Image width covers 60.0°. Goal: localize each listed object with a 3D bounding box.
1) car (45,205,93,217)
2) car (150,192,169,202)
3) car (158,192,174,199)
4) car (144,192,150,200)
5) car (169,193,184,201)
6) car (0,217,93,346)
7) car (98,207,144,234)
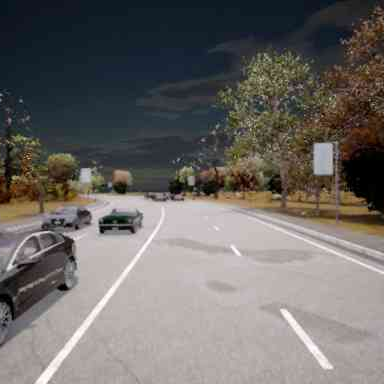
[{"bbox_3d":[-7.460,1.486,20.267,1.994,1.385,4.181,0,0,-2],"label":"car"},{"bbox_3d":[-6.185,1.089,63.099,1.994,1.385,4.181,0,1,-17],"label":"car"},{"bbox_3d":[-5.801,0.810,73.703,2.128,1.511,4.902,0,1,-21],"label":"car"},{"bbox_3d":[-9.081,0.800,72.475,1.837,1.490,4.892,0,1,-21],"label":"car"},{"bbox_3d":[-2.853,1.072,64.193,1.994,1.385,4.181,0,1,-17],"label":"car"},{"bbox_3d":[-3.662,1.482,6.211,2.128,1.511,4.902,0,0,-1],"label":"car"},{"bbox_3d":[-3.901,1.521,18.834,1.895,1.301,4.718,0,0,-2],"label":"car"}]
